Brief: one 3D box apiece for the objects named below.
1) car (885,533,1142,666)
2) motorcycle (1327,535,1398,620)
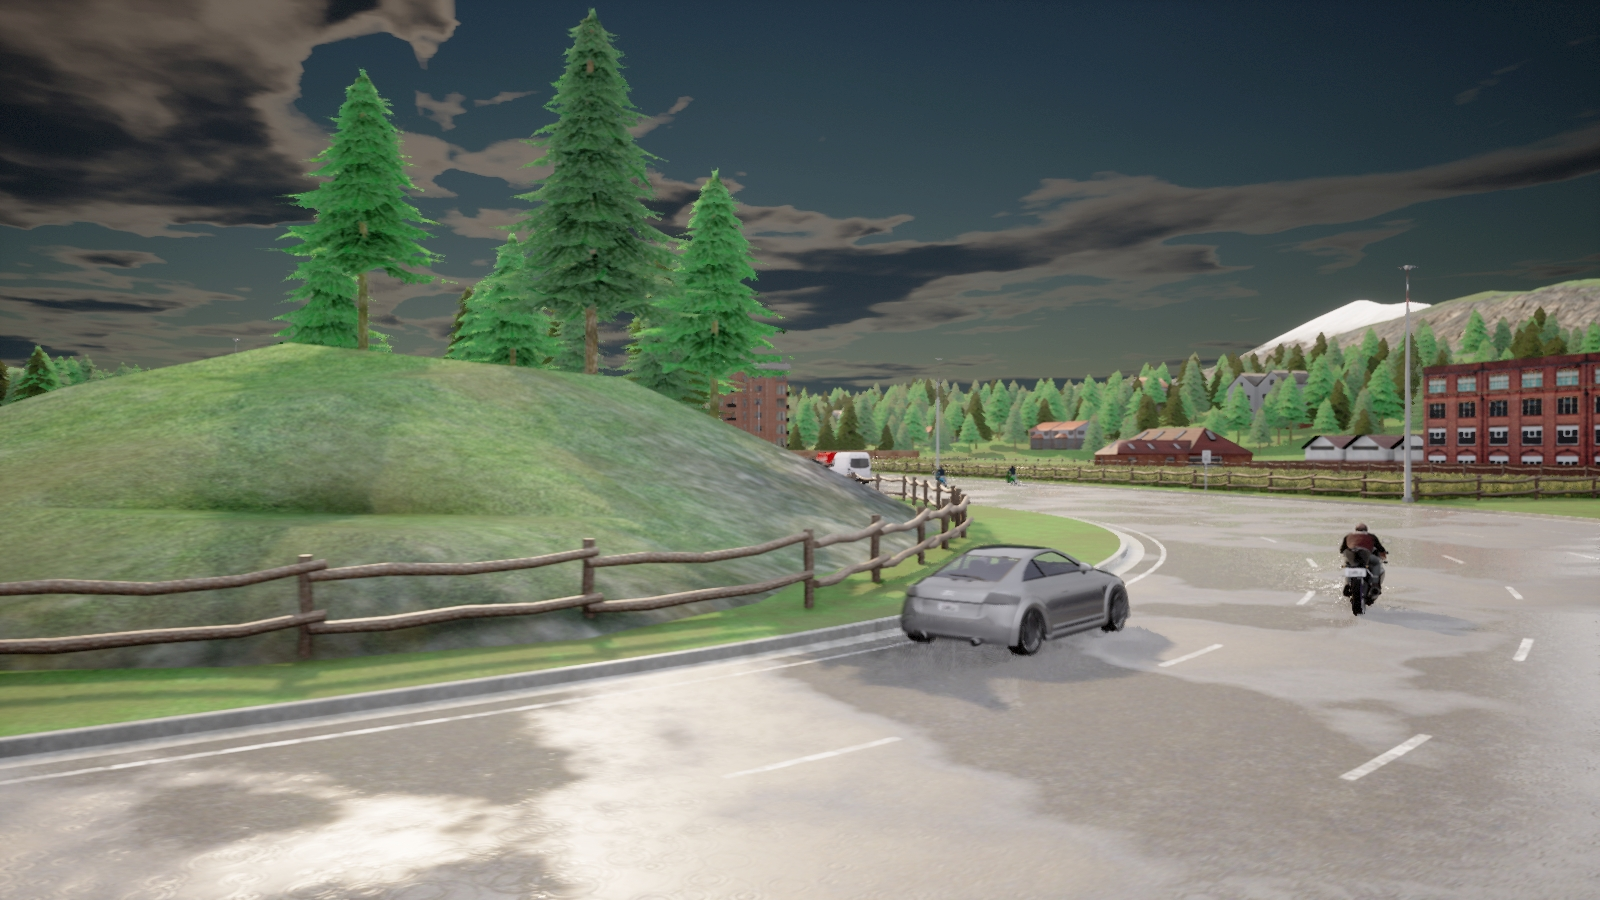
[{"bbox_3d":[3.297,2.105,17.080,1.994,1.385,4.181,0,0,40],"label":"car"},{"bbox_3d":[9.859,2.184,19.981,0.867,1.251,2.209,-2,-1,32],"label":"motorcycle"}]
